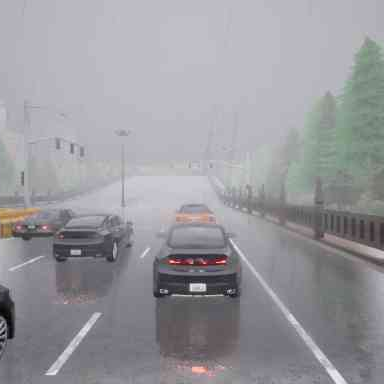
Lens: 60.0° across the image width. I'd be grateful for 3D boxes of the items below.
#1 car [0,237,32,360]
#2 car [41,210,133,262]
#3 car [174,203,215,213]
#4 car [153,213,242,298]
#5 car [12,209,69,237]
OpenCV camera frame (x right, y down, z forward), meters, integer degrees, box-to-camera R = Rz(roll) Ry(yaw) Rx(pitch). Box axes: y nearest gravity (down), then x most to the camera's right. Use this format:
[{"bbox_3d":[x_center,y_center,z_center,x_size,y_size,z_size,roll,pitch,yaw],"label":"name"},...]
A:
[{"bbox_3d":[-3.395,1.492,2.738,2.128,1.511,4.902,0,0,0],"label":"car"},{"bbox_3d":[-3.376,1.505,12.092,1.837,1.490,4.892,0,0,0],"label":"car"},{"bbox_3d":[0.133,1.352,17.536,2.097,1.767,4.553,0,0,0],"label":"car"},{"bbox_3d":[0.116,1.505,8.522,1.837,1.490,4.892,0,0,0],"label":"car"},{"bbox_3d":[-6.868,1.547,16.751,2.033,1.411,5.357,0,0,0],"label":"car"}]
